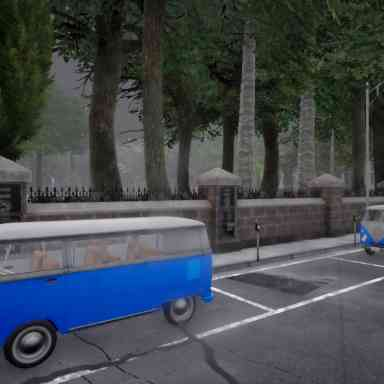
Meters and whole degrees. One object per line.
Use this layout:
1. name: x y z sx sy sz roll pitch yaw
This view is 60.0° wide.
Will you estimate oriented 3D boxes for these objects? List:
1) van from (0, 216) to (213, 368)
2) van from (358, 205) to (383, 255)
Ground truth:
1. van: -1.529 1.341 5.450 3.998 1.788 1.690 0 0 -36
2. van: 7.672 1.338 12.037 3.998 1.788 1.690 0 0 -36
